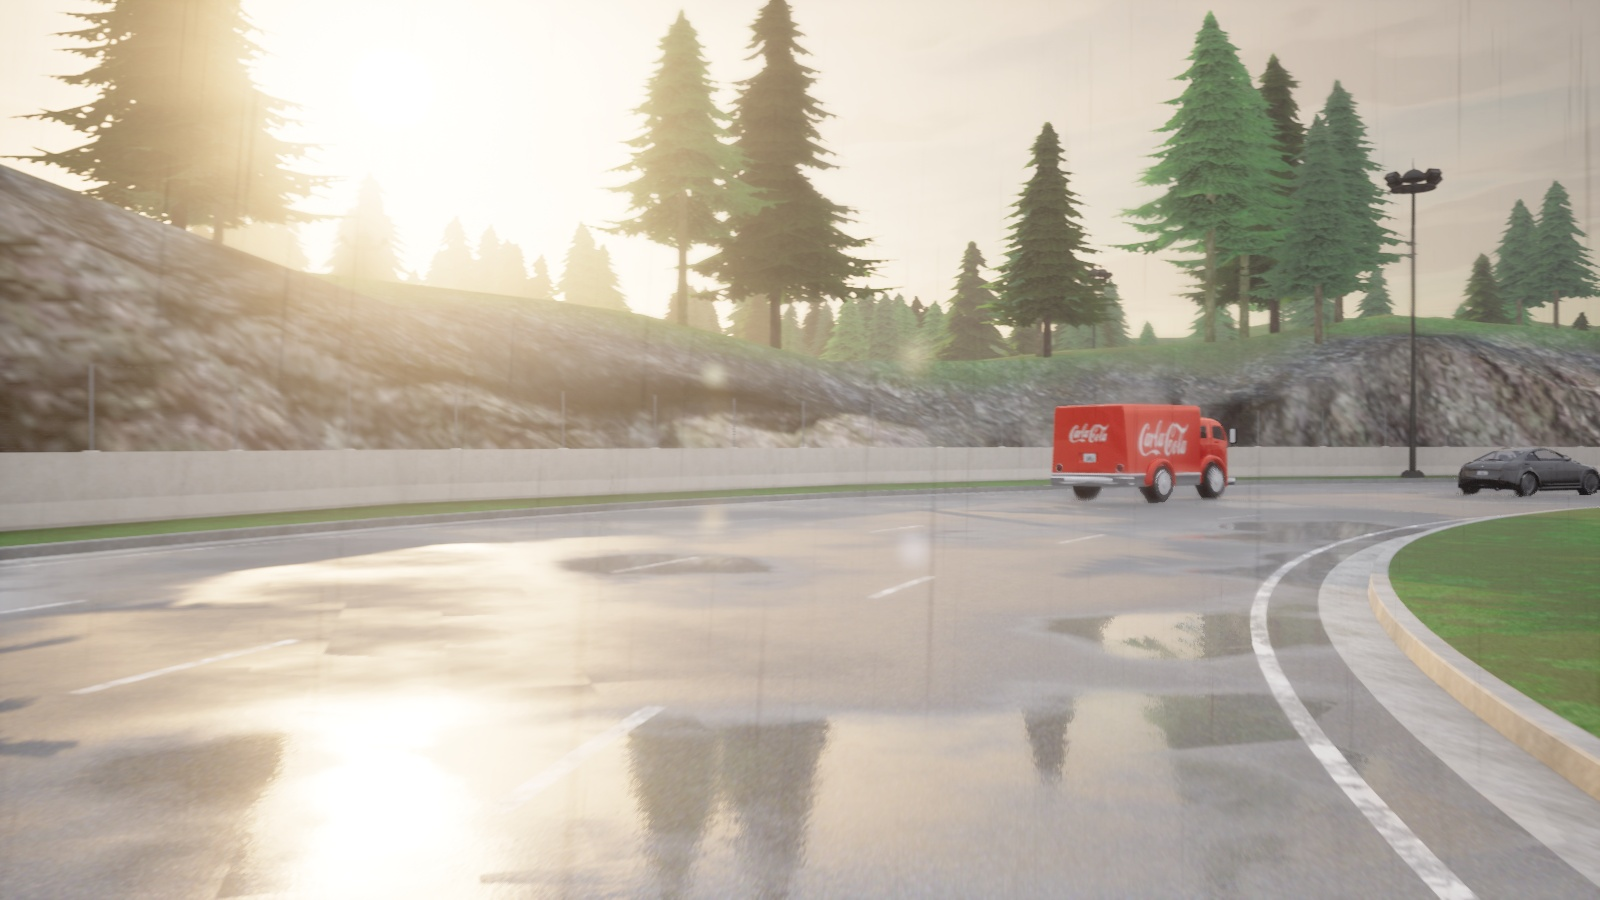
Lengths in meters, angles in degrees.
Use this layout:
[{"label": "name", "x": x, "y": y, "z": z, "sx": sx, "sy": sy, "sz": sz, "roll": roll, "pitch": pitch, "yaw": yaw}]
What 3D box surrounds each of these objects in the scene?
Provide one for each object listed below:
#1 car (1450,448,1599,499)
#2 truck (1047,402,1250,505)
[{"label": "car", "x": 21.031, "y": 0.646, "z": 36.115, "sx": 4.181, "sy": 1.385, "sz": 1.994, "roll": 0, "pitch": 0, "yaw": -25}, {"label": "truck", "x": 9.154, "y": 0.091, "z": 32.798, "sx": 5.204, "sy": 2.467, "sz": 2.627, "roll": 0, "pitch": 0, "yaw": -40}]
